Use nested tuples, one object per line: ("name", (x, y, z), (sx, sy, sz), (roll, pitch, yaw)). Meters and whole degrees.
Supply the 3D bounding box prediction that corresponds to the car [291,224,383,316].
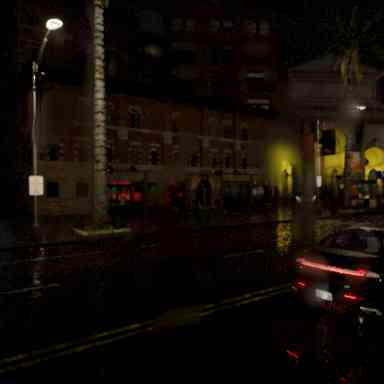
("car", (4.100, 1.414, 6.746), (4.902, 1.511, 2.128), (-1, 0, -35))
